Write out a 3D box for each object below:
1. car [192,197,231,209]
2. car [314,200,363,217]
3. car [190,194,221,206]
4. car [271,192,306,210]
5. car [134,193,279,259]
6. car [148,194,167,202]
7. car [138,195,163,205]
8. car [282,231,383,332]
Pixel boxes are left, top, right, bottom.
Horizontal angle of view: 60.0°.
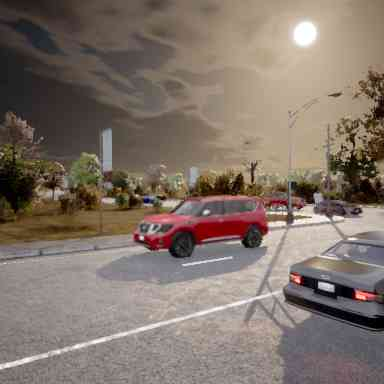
[{"bbox_3d":[2.492,1.390,43.908,2.033,1.411,5.357,-1,0,-39],"label":"car"},{"bbox_3d":[12.997,1.405,29.707,1.994,1.385,4.181,0,0,-27],"label":"car"},{"bbox_3d":[1.967,1.175,50.135,2.097,1.767,4.553,-1,0,-39],"label":"car"},{"bbox_3d":[10.664,1.037,39.357,2.150,2.045,5.566,-1,0,-39],"label":"car"},{"bbox_3d":[0.552,1.198,12.936,5.566,2.045,2.150,0,0,-35],"label":"car"},{"bbox_3d":[-7.658,1.258,73.405,1.882,1.535,5.008,-1,0,-38],"label":"car"},{"bbox_3d":[-7.036,1.326,55.761,1.882,1.535,5.008,-1,0,-39],"label":"car"},{"bbox_3d":[4.143,1.528,6.719,5.357,1.411,2.033,0,0,-36],"label":"car"}]
